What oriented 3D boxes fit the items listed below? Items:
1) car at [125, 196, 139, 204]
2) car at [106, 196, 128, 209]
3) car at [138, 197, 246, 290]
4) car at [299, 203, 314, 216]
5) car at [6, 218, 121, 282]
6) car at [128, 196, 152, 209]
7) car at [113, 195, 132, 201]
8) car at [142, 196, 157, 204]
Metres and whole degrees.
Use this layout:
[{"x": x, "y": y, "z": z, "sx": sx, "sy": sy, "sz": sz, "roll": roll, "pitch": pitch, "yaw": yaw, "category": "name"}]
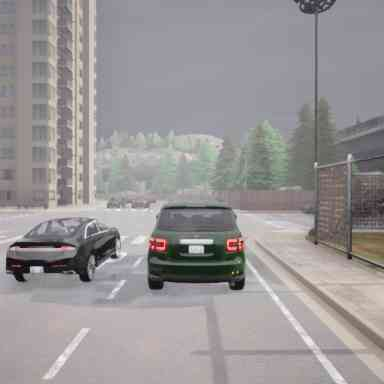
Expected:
[{"x": -11.496, "y": 1.545, "z": 63.336, "sx": 2.033, "sy": 1.411, "sz": 5.357, "roll": 0, "pitch": 0, "yaw": -15, "category": "car"}, {"x": -10.505, "y": 1.502, "z": 46.187, "sx": 1.837, "sy": 1.490, "sz": 4.892, "roll": 0, "pitch": 0, "yaw": 0, "category": "car"}, {"x": 0.122, "y": 1.221, "z": 9.214, "sx": 2.150, "sy": 2.045, "sz": 5.566, "roll": 0, "pitch": 0, "yaw": 1, "category": "car"}, {"x": 13.159, "y": 1.407, "z": 33.236, "sx": 4.553, "sy": 1.767, "sz": 2.097, "roll": 0, "pitch": 0, "yaw": 0, "category": "car"}, {"x": -3.395, "y": 1.491, "z": 9.725, "sx": 2.128, "sy": 1.511, "sz": 4.902, "roll": 0, "pitch": 0, "yaw": 0, "category": "car"}, {"x": -7.010, "y": 1.351, "z": 45.827, "sx": 2.097, "sy": 1.767, "sz": 4.553, "roll": 0, "pitch": 0, "yaw": 0, "category": "car"}, {"x": -16.230, "y": 1.486, "z": 77.770, "sx": 4.718, "sy": 1.301, "sz": 1.895, "roll": 0, "pitch": 0, "yaw": 44, "category": "car"}, {"x": -8.359, "y": 1.545, "z": 65.187, "sx": 2.033, "sy": 1.411, "sz": 5.357, "roll": 0, "pitch": 0, "yaw": -17, "category": "car"}]
